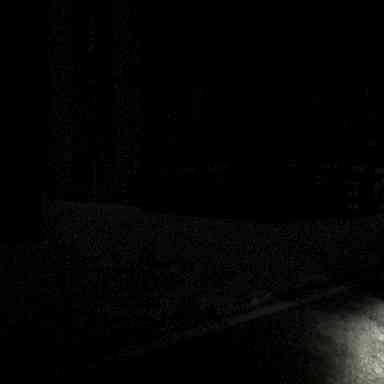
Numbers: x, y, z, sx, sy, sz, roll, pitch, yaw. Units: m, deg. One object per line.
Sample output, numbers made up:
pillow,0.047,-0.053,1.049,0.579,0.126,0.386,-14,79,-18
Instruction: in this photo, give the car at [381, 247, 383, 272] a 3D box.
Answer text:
car,7.050,1.231,8.407,5.566,2.045,2.150,1,0,-35
